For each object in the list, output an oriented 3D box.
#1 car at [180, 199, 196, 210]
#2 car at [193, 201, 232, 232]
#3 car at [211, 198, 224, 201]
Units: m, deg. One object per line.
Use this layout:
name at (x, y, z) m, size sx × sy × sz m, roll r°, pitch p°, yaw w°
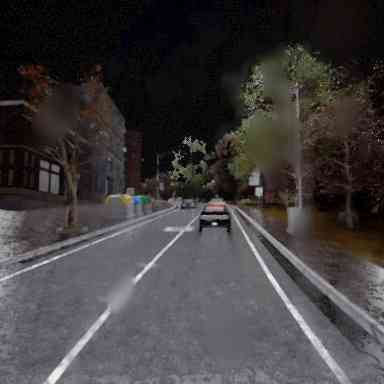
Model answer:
car at (-0.376, 1.690, 44.272) m, size 1.994 × 1.385 × 4.181 m, roll 0°, pitch 0°, yaw 4°
car at (1.436, 1.536, 20.716) m, size 2.128 × 1.511 × 4.902 m, roll 0°, pitch 0°, yaw 5°
car at (2.932, 1.444, 38.344) m, size 2.097 × 1.767 × 4.553 m, roll 0°, pitch 0°, yaw 5°
